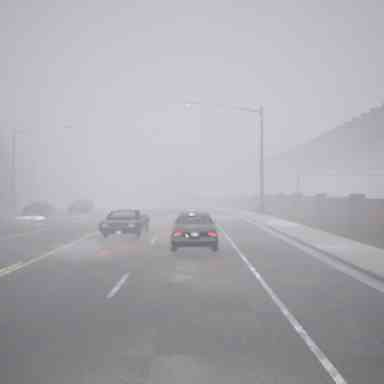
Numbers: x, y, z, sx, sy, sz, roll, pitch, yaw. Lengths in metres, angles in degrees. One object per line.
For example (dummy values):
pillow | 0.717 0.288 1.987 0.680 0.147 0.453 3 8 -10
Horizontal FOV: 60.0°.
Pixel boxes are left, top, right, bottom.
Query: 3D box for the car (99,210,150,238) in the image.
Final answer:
car | -3.404 1.581 17.643 1.895 1.301 4.718 0 0 0

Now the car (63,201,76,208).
car | -25.959 2.591 70.604 1.994 1.385 4.181 1 -3 -29

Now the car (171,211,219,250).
car | 0.094 1.531 14.130 2.033 1.411 5.357 0 0 0

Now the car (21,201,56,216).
car | -14.559 1.514 31.749 1.994 1.385 4.181 0 0 -5

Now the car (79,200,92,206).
car | -23.769 2.504 73.853 1.895 1.301 4.718 1 -3 -29

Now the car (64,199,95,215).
car | -11.248 1.437 34.028 1.882 1.535 5.008 0 0 -6
